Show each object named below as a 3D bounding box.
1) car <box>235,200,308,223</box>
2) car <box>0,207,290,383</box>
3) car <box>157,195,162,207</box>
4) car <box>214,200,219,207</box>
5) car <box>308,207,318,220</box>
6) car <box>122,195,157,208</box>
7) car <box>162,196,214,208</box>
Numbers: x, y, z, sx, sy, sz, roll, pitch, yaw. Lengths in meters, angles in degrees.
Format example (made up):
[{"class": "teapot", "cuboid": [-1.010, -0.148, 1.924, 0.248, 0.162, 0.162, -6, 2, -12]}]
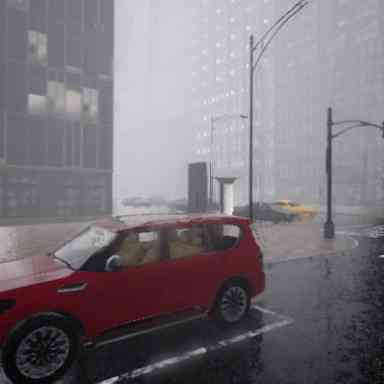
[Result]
[{"class": "car", "cuboid": [5.408, 1.462, 24.528, 2.033, 1.411, 5.357, 1, 0, -37]}, {"class": "car", "cuboid": [-0.937, 1.330, 5.514, 5.009, 1.841, 2.192, 0, 0, -35]}, {"class": "car", "cuboid": [-4.417, 1.174, 43.223, 2.128, 1.511, 4.902, 1, 0, -37]}, {"class": "car", "cuboid": [1.775, 1.413, 34.871, 1.895, 1.301, 4.718, 1, 0, -37]}, {"class": "car", "cuboid": [7.691, 1.414, 26.907, 1.882, 1.535, 5.008, 1, 0, -37]}, {"class": "car", "cuboid": [-6.848, 1.206, 41.047, 2.033, 1.411, 5.357, 1, 0, -36]}, {"class": "car", "cuboid": [-0.519, 1.282, 32.511, 2.128, 1.511, 4.902, 1, 0, -37]}]
